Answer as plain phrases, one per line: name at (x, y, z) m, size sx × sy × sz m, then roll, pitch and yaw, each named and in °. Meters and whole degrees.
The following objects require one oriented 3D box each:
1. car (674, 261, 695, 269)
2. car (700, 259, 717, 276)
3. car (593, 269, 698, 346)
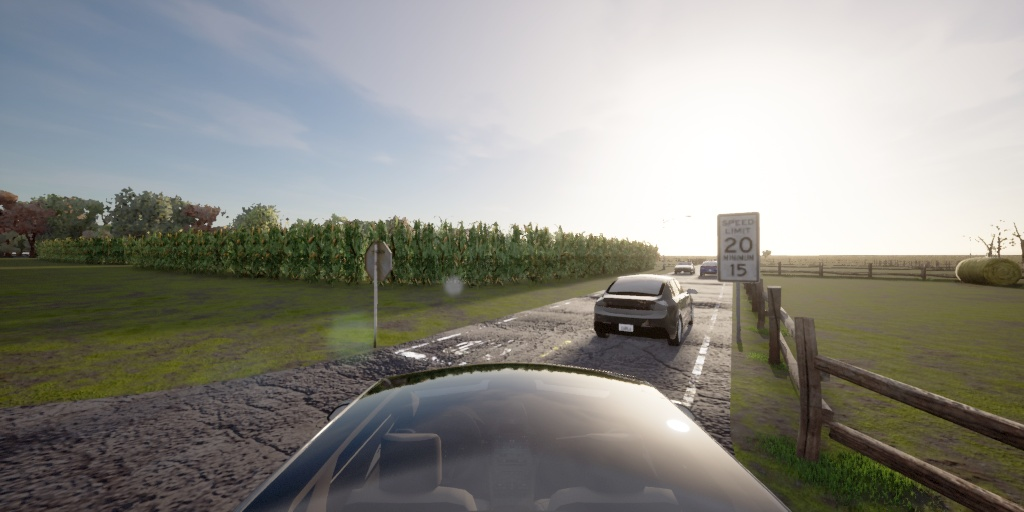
car at (19.808, 1.323, 40.971) m, size 2.033 × 1.411 × 5.357 m, roll 0°, pitch 0°, yaw 32°
car at (20.173, 1.237, 36.224) m, size 1.882 × 1.535 × 5.008 m, roll 0°, pitch 0°, yaw 32°
car at (3.659, 1.257, 9.571) m, size 1.837 × 1.490 × 4.892 m, roll 0°, pitch 0°, yaw 32°
